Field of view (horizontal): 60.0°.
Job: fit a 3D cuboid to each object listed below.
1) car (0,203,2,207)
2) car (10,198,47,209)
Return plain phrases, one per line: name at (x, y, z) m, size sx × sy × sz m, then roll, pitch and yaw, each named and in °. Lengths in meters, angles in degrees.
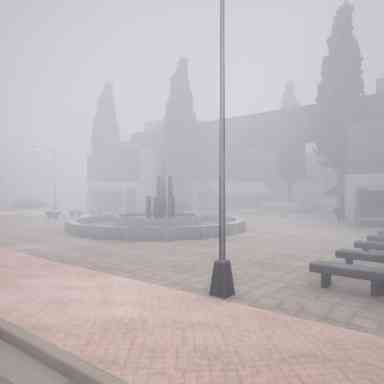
car at (-25.791, 1.601, 40.996) m, size 1.895 × 1.301 × 4.718 m, roll 0°, pitch 0°, yaw 5°
car at (-21.817, 1.547, 44.582) m, size 2.033 × 1.411 × 5.357 m, roll 0°, pitch 0°, yaw 12°
